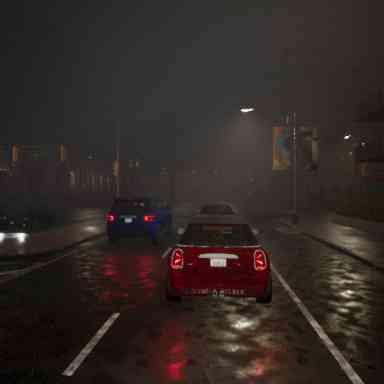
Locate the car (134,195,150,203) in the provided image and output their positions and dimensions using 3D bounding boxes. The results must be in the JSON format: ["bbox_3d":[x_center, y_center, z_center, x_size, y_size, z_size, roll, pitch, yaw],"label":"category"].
[{"bbox_3d":[-10.130,1.492,67.957,2.128,1.511,4.902,0,0,4],"label":"car"}]

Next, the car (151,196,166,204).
[{"bbox_3d":[-6.724,1.492,66.769,2.128,1.511,4.902,0,0,5],"label":"car"}]

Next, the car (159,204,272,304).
[{"bbox_3d":[0.649,1.352,8.396,2.097,1.767,4.553,0,0,4],"label":"car"}]

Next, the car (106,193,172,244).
[{"bbox_3d":[-2.323,1.222,15.872,2.150,2.045,5.566,0,0,4],"label":"car"}]

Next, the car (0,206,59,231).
[{"bbox_3d":[-10.083,1.565,20.864,1.994,1.385,4.181,0,0,4],"label":"car"}]

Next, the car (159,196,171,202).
[{"bbox_3d":[-6.052,1.553,75.648,1.994,1.385,4.181,0,0,4],"label":"car"}]

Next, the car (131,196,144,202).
[{"bbox_3d":[-12.661,1.596,77.798,1.895,1.301,4.718,0,0,4],"label":"car"}]

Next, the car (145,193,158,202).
[{"bbox_3d":[-9.411,1.226,77.696,2.150,2.045,5.566,0,0,4],"label":"car"}]

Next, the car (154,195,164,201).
[{"bbox_3d":[-8.677,1.554,87.671,1.994,1.385,4.181,0,0,4],"label":"car"}]

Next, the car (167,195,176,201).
[{"bbox_3d":[-5.315,1.525,85.662,1.812,1.442,4.674,0,0,4],"label":"car"}]
